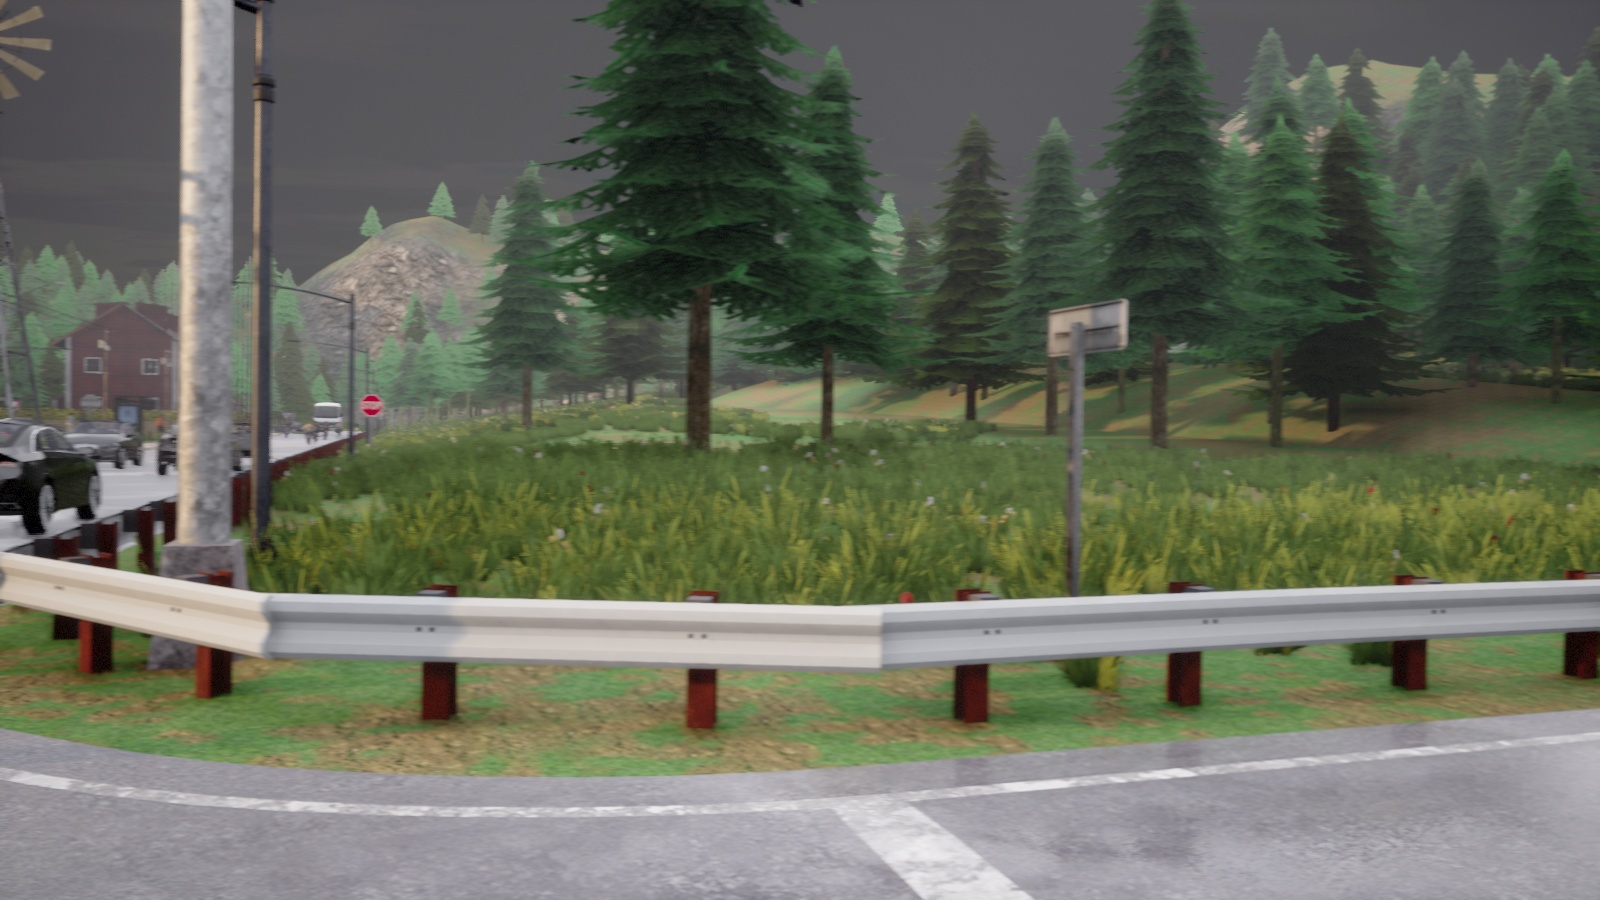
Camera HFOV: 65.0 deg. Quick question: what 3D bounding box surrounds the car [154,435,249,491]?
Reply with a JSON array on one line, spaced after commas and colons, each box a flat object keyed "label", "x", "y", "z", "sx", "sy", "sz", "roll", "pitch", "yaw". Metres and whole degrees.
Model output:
[{"label": "car", "x": -17.311, "y": 0.322, "z": 36.535, "sx": 1.837, "sy": 1.490, "sz": 4.892, "roll": -1, "pitch": 1, "yaw": -18}]

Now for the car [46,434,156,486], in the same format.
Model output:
[{"label": "car", "x": -21.990, "y": 0.250, "z": 39.717, "sx": 2.128, "sy": 1.511, "sz": 4.902, "roll": -1, "pitch": 1, "yaw": -18}]

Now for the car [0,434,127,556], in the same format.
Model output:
[{"label": "car", "x": -11.323, "y": 0.546, "z": 17.955, "sx": 2.128, "sy": 1.511, "sz": 4.902, "roll": -1, "pitch": 1, "yaw": -18}]

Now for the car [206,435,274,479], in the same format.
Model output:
[{"label": "car", "x": -20.124, "y": 0.203, "z": 45.265, "sx": 1.845, "sy": 1.501, "sz": 3.633, "roll": -1, "pitch": 1, "yaw": -18}]
